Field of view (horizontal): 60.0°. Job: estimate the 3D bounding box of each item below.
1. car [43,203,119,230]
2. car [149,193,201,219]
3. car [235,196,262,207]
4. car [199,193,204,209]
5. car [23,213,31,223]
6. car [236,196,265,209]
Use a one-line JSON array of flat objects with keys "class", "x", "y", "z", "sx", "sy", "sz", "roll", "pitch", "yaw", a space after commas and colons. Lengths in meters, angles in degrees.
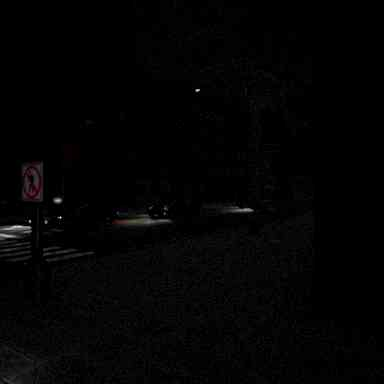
[{"class": "car", "x": -6.859, "y": 1.436, "z": 20.862, "sx": 2.128, "sy": 1.511, "sz": 4.902, "roll": 0, "pitch": 0, "yaw": 35}, {"class": "car", "x": -1.610, "y": 1.259, "z": 28.278, "sx": 2.097, "sy": 1.767, "sz": 4.553, "roll": 0, "pitch": 0, "yaw": 35}, {"class": "car", "x": 8.128, "y": 1.328, "z": 47.590, "sx": 1.837, "sy": 1.490, "sz": 4.892, "roll": 0, "pitch": 0, "yaw": 36}, {"class": "car", "x": -0.941, "y": 1.108, "z": 34.851, "sx": 2.150, "sy": 2.045, "sz": 5.566, "roll": 0, "pitch": 0, "yaw": 35}, {"class": "car", "x": -8.939, "y": 1.494, "z": 23.572, "sx": 2.033, "sy": 1.411, "sz": 5.357, "roll": 0, "pitch": 0, "yaw": 34}, {"class": "car", "x": 7.310, "y": 1.404, "z": 40.860, "sx": 1.994, "sy": 1.385, "sz": 4.181, "roll": 0, "pitch": 0, "yaw": 35}]
